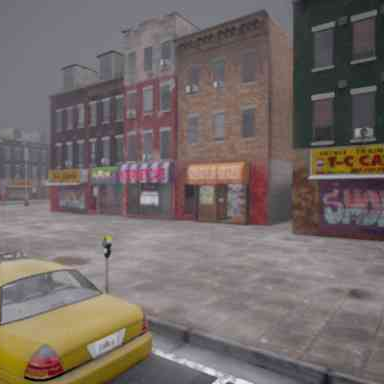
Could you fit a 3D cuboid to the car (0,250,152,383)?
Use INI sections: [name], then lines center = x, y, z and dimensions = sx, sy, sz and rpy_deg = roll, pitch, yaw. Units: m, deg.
[car]
center = -2.757, 1.522, 4.757
dimensions = 4.829, 1.417, 1.752
rpy_deg = 0, 0, 35
